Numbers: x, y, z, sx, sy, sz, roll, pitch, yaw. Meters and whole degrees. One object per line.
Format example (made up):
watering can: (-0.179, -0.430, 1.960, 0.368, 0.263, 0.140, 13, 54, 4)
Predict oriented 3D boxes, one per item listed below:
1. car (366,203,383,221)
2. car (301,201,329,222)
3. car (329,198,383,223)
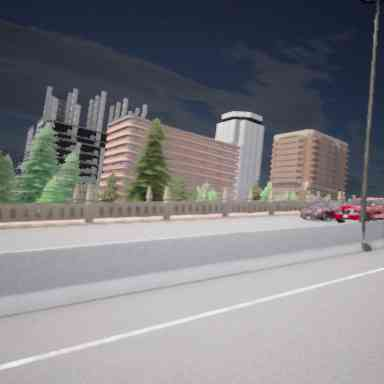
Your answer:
car: (14.214, 1.734, 22.720, 5.008, 1.535, 1.882, 1, 0, -35)
car: (11.711, 1.629, 29.530, 4.553, 1.767, 2.097, 1, 0, -35)
car: (13.827, 1.499, 26.738, 5.566, 2.045, 2.150, 1, 0, -36)
